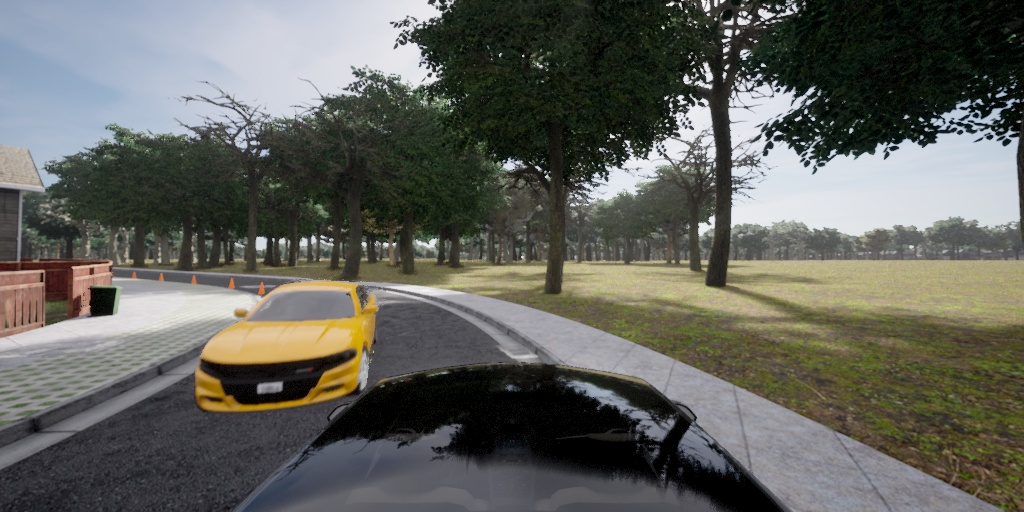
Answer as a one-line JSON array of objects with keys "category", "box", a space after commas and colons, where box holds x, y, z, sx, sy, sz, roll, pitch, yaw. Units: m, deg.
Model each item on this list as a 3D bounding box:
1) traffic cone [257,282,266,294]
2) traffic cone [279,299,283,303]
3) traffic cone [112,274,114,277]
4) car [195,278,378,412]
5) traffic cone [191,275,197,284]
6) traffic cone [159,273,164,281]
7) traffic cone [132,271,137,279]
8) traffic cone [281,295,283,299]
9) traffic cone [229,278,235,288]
[{"category": "traffic cone", "box": [-12.446, 1.594, 17.838, 0.340, 0.580, 0.340, 0, 0, 42]}, {"category": "traffic cone", "box": [-6.922, 1.663, 10.652, 0.340, 0.580, 0.340, 0, 0, -27]}, {"category": "traffic cone", "box": [-33.539, 1.465, 30.026, 0.340, 0.580, 0.340, 0, 0, 28]}, {"category": "car", "box": [-3.502, 1.218, 6.458, 1.882, 1.535, 5.008, 1, 0, -18]}, {"category": "traffic cone", "box": [-20.329, 1.524, 22.915, 0.340, 0.580, 0.340, 0, 0, 28]}, {"category": "traffic cone", "box": [-24.732, 1.504, 25.285, 0.340, 0.580, 0.340, 0, 0, 28]}, {"category": "traffic cone", "box": [-29.136, 1.484, 27.655, 0.340, 0.580, 0.340, 0, 0, 28]}, {"category": "traffic cone", "box": [-9.360, 1.632, 14.494, 0.340, 0.580, 0.340, 0, 0, -38]}, {"category": "traffic cone", "box": [-16.082, 1.555, 20.575, 0.340, 0.580, 0.340, 0, 0, 32]}]
